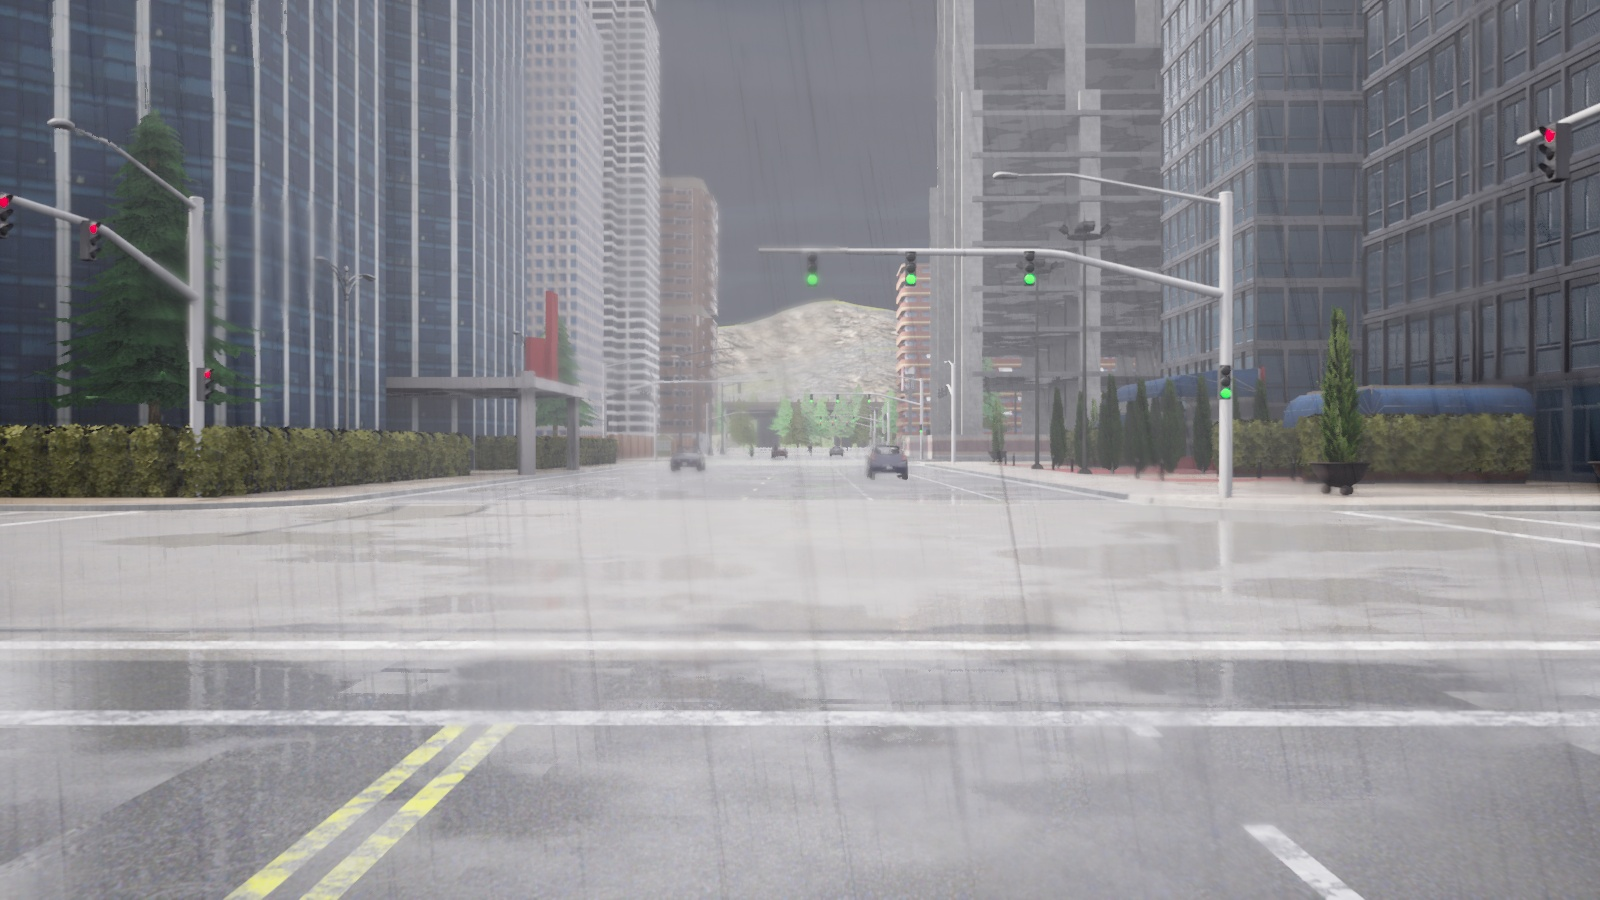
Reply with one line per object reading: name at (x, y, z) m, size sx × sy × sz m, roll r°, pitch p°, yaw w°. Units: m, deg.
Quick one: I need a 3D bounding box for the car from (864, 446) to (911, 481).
car at (3.826, 0.563, 55.643) m, size 1.845 × 1.501 × 3.633 m, roll 0°, pitch 0°, yaw 0°

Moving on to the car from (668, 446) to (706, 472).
car at (-6.574, 0.490, 73.588) m, size 1.816 × 1.474 × 4.193 m, roll 0°, pitch 0°, yaw 0°
